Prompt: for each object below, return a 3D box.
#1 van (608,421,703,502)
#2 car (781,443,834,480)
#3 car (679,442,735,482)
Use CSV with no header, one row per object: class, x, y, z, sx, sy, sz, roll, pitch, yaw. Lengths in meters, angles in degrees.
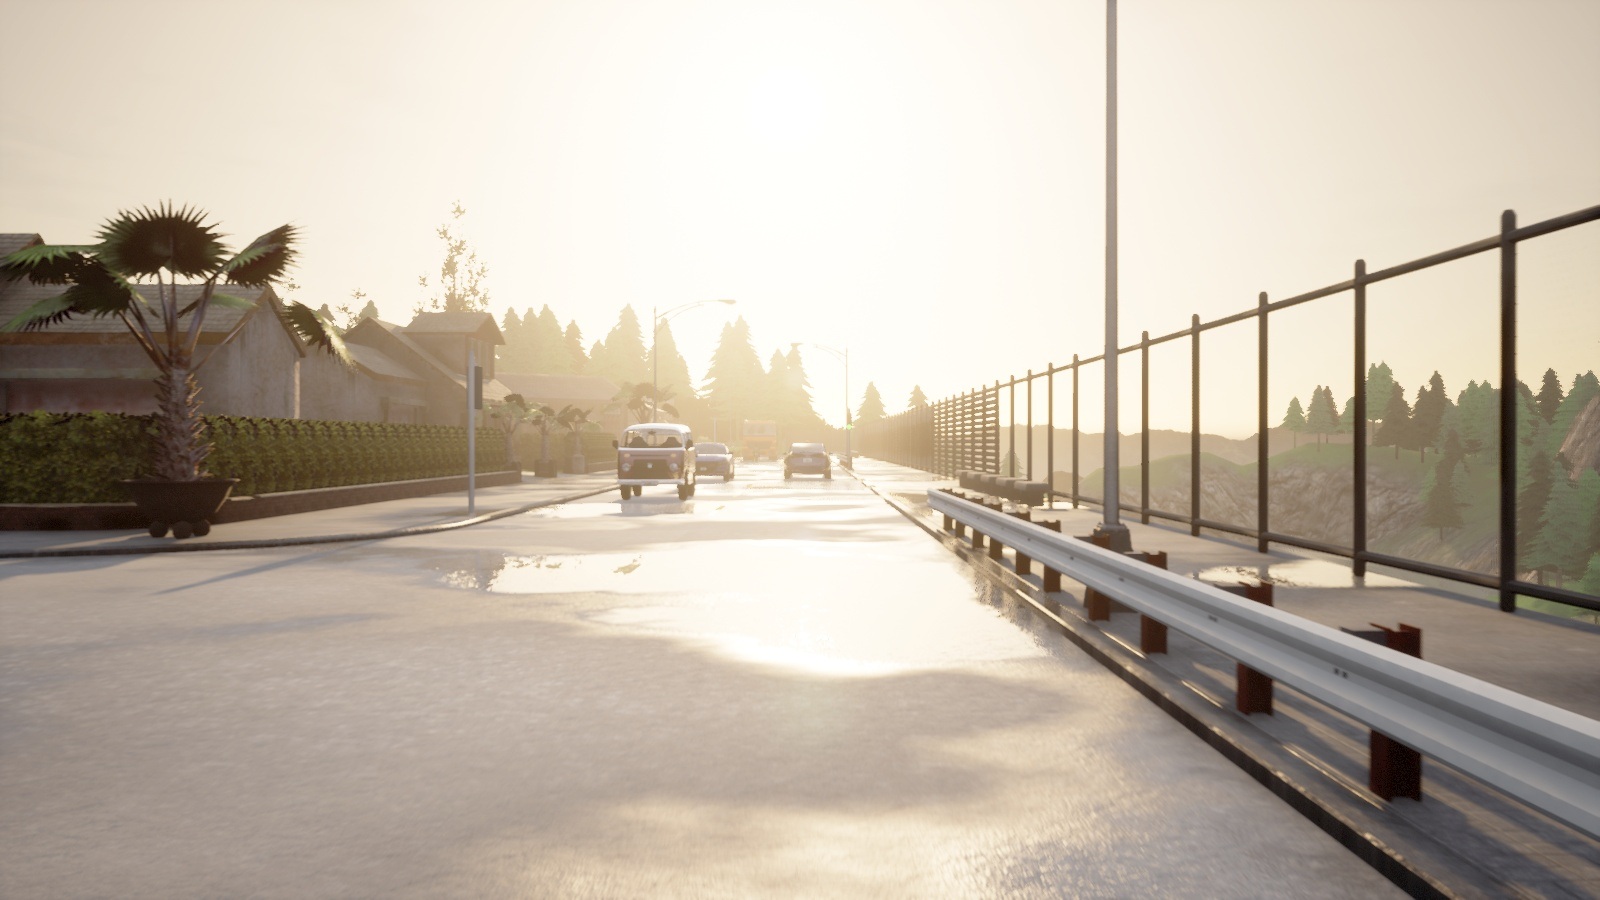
van,-3.813,0.281,33.848,2.069,2.038,4.480,0,0,0
car,0.324,0.454,53.128,2.163,1.488,4.792,0,0,0
car,-3.691,0.443,50.592,1.882,1.535,5.008,0,0,0
